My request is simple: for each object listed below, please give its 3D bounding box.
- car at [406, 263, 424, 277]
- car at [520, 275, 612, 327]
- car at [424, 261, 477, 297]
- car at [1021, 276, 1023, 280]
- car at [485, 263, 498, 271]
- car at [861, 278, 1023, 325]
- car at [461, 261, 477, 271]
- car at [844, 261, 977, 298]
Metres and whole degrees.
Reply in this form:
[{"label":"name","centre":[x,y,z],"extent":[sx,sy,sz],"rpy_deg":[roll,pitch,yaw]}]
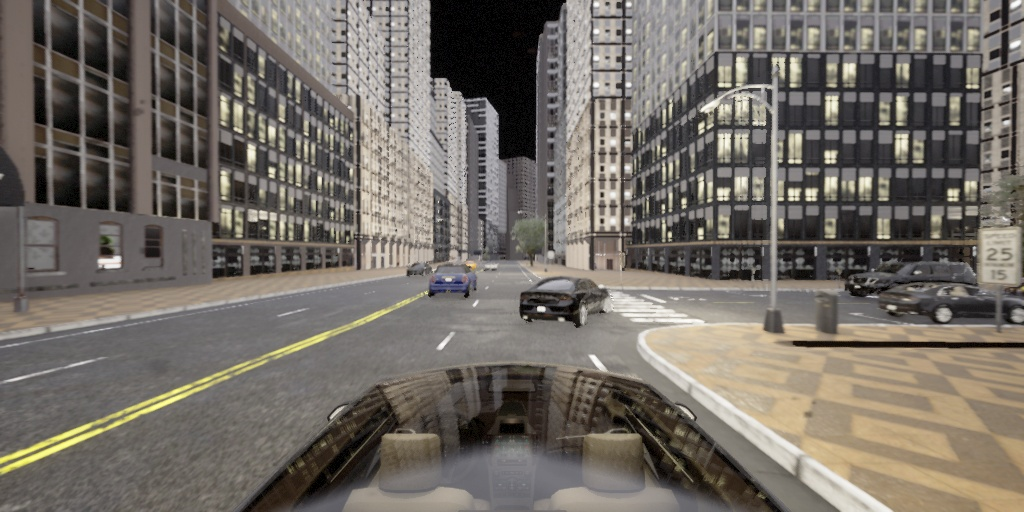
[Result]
[{"label":"car","centre":[-9.850,1.465,38.200],"extent":[1.837,1.490,4.892],"rpy_deg":[0,-1,0]},{"label":"car","centre":[2.057,1.418,12.685],"extent":[1.882,1.535,5.008],"rpy_deg":[-1,-1,29]},{"label":"car","centre":[-3.154,1.203,19.962],"extent":[2.097,1.767,4.553],"rpy_deg":[0,0,0]},{"label":"car","centre":[32.736,1.615,21.724],"extent":[4.097,1.591,1.967],"rpy_deg":[0,0,-1]},{"label":"car","centre":[-3.168,1.662,55.769],"extent":[1.895,1.301,4.718],"rpy_deg":[0,0,0]},{"label":"car","centre":[15.910,1.644,13.000],"extent":[4.403,1.370,2.007],"rpy_deg":[0,0,-1]},{"label":"car","centre":[-6.567,1.538,55.712],"extent":[1.882,1.535,5.008],"rpy_deg":[0,0,0]},{"label":"car","centre":[21.010,1.304,18.971],"extent":[5.566,2.045,2.150],"rpy_deg":[1,1,-1]}]
